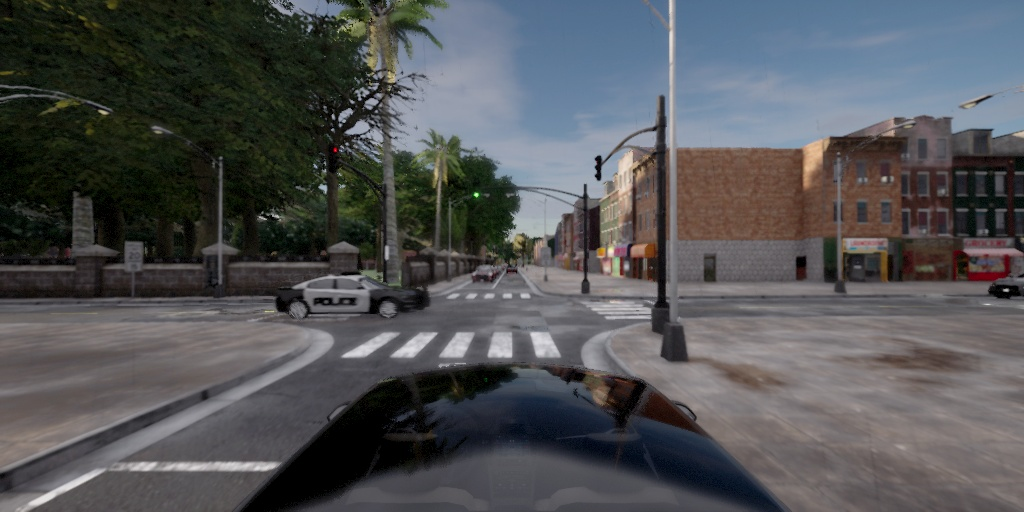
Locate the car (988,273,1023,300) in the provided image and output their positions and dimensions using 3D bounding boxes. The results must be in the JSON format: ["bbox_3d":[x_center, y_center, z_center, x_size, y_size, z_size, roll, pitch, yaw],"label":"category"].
[{"bbox_3d":[24.376,1.265,15.937,4.892,1.490,1.837,0,-1,0],"label":"car"}]

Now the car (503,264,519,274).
[{"bbox_3d":[-0.011,2.092,57.384,1.837,1.490,4.892,0,-1,0],"label":"car"}]

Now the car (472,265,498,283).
[{"bbox_3d":[-2.644,1.640,33.683,1.967,1.591,4.097,0,0,0],"label":"car"}]

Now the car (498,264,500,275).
[{"bbox_3d":[-2.644,1.729,39.370,1.967,1.591,4.097,0,0,0],"label":"car"}]

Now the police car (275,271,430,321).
[{"bbox_3d":[-5.687,1.369,13.046,5.238,1.638,1.930,-1,-1,0],"label":"police car"}]

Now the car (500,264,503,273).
[{"bbox_3d":[-2.647,2.056,50.746,1.802,1.307,4.207,0,0,0],"label":"car"}]
